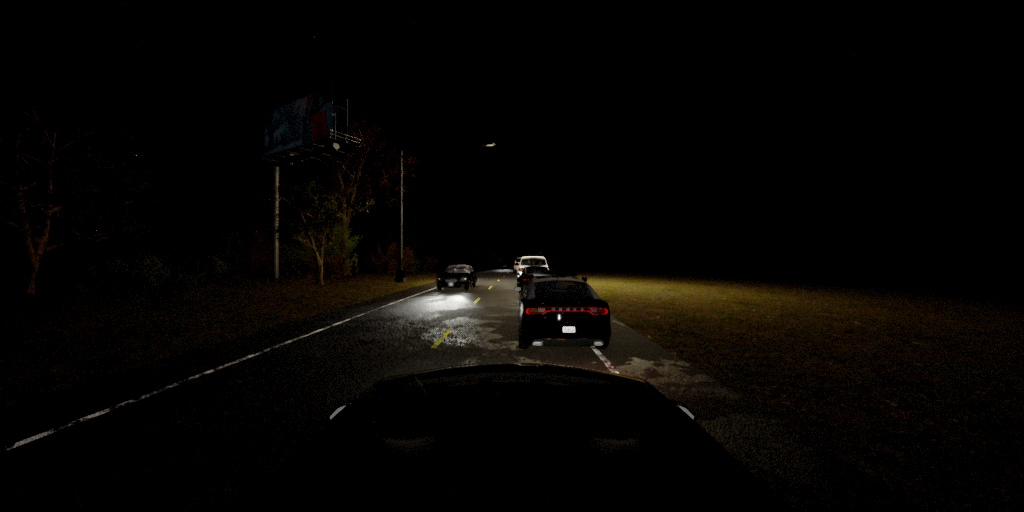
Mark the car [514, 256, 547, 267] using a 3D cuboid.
[{"bbox_3d":[1.445,1.044,25.181,2.150,2.045,5.566,0,0,2],"label":"car"}]

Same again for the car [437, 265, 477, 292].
[{"bbox_3d":[-3.278,1.296,22.065,2.128,1.511,4.902,0,0,2],"label":"car"}]

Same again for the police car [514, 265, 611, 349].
[{"bbox_3d":[1.100,1.185,9.316,1.930,1.638,5.238,0,0,1],"label":"police car"}]

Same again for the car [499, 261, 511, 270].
[{"bbox_3d":[-1.113,1.617,62.499,2.128,1.511,4.902,0,-1,5],"label":"car"}]

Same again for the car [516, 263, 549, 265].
[{"bbox_3d":[1.276,1.296,19.172,1.837,1.490,4.892,0,0,1],"label":"car"}]
